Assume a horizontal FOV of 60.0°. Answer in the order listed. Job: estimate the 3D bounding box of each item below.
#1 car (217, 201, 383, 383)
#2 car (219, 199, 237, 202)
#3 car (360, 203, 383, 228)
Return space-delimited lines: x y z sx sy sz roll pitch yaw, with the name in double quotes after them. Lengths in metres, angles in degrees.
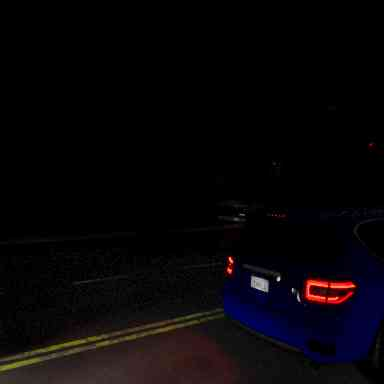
3.083 1.221 5.546 5.566 2.045 2.150 0 0 -33 "car"
4.118 1.526 35.557 1.812 1.442 4.674 0 0 -31 "car"
13.214 1.492 20.322 2.128 1.511 4.902 0 0 -31 "car"
